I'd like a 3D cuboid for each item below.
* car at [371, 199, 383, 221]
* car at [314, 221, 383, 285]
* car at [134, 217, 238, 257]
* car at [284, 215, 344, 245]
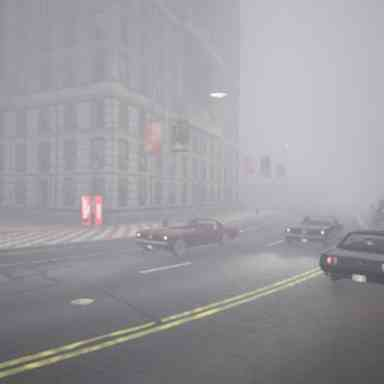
[{"bbox_3d":[15.445,1.602,26.082,2.150,2.045,5.566,0,-1,24],"label":"car"},{"bbox_3d":[5.373,1.736,9.364,1.895,1.301,4.718,0,-1,42],"label":"car"},{"bbox_3d":[-0.092,1.732,13.851,1.895,1.301,4.718,0,-1,41],"label":"car"},{"bbox_3d":[6.053,1.807,16.191,1.895,1.301,4.718,0,-1,33],"label":"car"}]
